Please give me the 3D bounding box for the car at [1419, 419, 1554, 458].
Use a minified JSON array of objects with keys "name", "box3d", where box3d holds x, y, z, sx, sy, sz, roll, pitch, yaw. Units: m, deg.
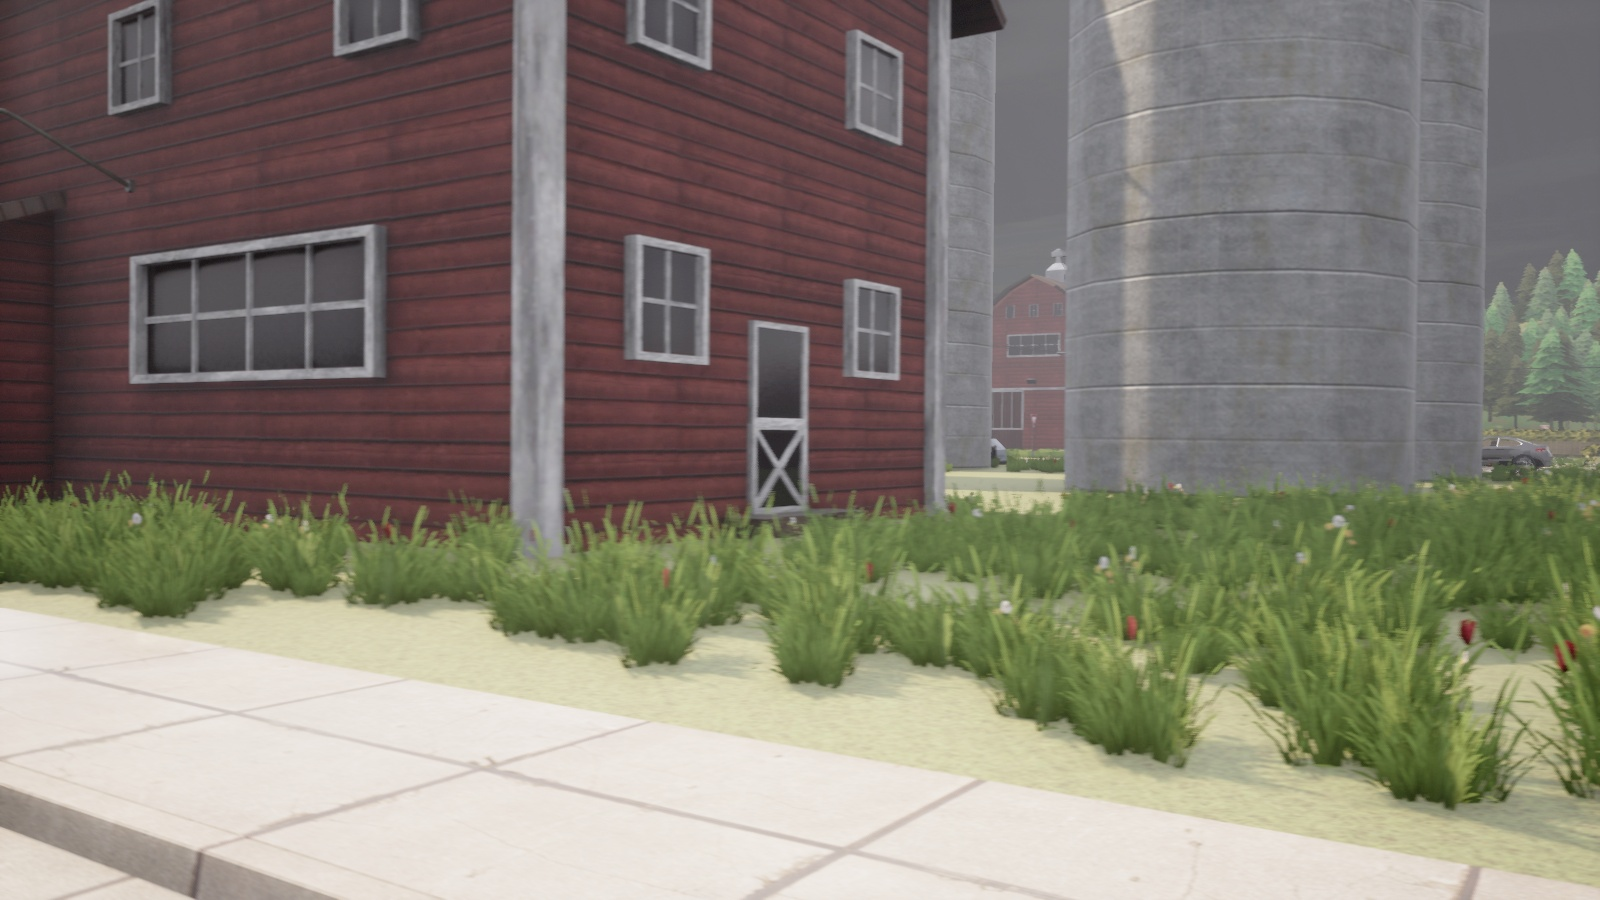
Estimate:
[{"name":"car","box3d":[30.037,-0.486,54.986,5.027,1.651,2.152,0,1,34]}]
